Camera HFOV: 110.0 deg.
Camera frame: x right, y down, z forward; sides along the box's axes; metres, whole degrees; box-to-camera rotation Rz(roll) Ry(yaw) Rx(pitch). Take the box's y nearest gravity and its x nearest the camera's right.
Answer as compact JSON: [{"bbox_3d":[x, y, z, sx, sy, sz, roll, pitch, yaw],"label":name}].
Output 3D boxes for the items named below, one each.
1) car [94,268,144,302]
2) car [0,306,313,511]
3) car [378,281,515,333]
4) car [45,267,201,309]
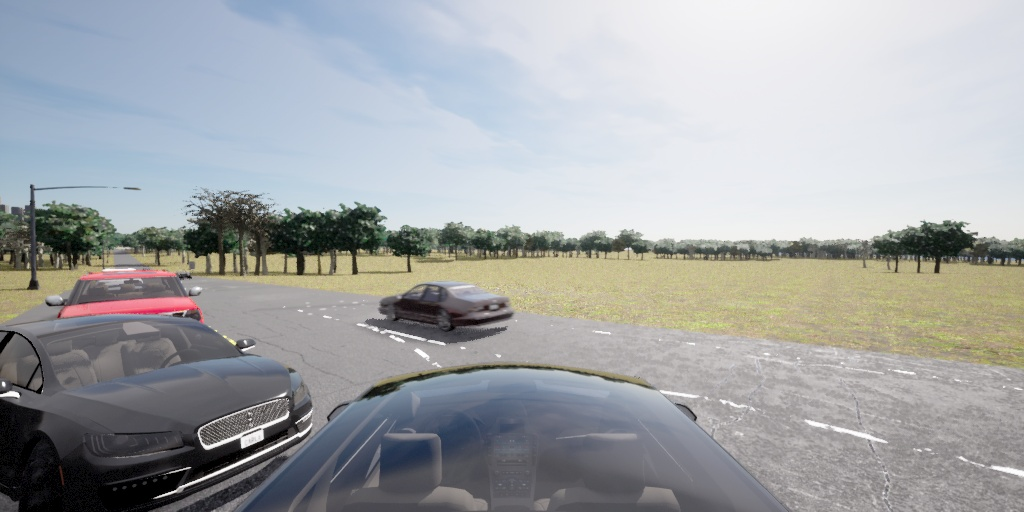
[{"bbox_3d":[-27.585,1.890,25.203,5.566,2.045,2.150,-2,0,42],"label":"car"},{"bbox_3d":[-4.488,1.445,4.028,4.892,1.490,1.837,-3,-3,22],"label":"car"},{"bbox_3d":[-2.375,1.557,11.953,5.357,1.411,2.033,-2,0,42],"label":"car"},{"bbox_3d":[-9.310,1.386,8.766,5.566,2.045,2.150,-2,0,42],"label":"car"}]
